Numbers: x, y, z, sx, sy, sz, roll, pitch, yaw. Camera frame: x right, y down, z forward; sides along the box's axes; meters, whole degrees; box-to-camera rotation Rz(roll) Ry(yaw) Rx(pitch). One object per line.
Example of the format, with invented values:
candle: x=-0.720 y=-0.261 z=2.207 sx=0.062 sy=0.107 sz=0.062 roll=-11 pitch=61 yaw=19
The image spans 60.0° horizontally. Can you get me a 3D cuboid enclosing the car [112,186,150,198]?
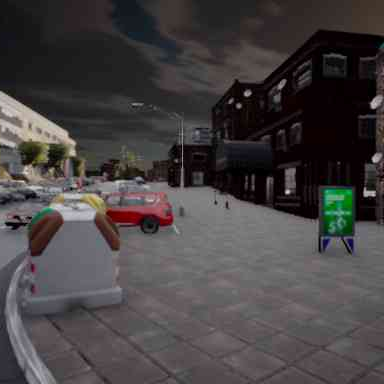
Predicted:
car: x=-7.917 y=-0.013 z=43.264 sx=4.674 sy=1.452 sz=2.002 roll=1 pitch=3 yaw=-9

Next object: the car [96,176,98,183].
car: x=-26.860 y=-2.689 z=83.814 sx=4.553 sy=1.767 sz=2.185 roll=1 pitch=3 yaw=-9

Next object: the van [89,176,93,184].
van: x=-25.450 y=-2.339 z=75.561 sx=4.442 sy=1.987 sz=1.878 roll=1 pitch=3 yaw=-9

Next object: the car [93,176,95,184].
car: x=-26.018 y=-2.264 z=78.307 sx=4.892 sy=1.521 sz=2.231 roll=1 pitch=3 yaw=-9

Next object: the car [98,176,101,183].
car: x=-27.960 y=-2.870 z=89.296 sx=5.366 sy=1.575 sz=1.946 roll=1 pitch=3 yaw=-9

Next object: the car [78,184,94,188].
car: x=-12.011 y=0.138 z=39.876 sx=1.895 sy=1.301 sz=4.718 roll=1 pitch=3 yaw=-9

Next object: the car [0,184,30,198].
car: x=-18.519 y=0.282 z=31.480 sx=4.892 sy=1.521 sz=2.231 roll=1 pitch=3 yaw=-9

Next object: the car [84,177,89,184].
car: x=-24.716 y=-1.942 z=70.032 sx=4.553 sy=1.767 sz=2.185 roll=1 pitch=3 yaw=-9

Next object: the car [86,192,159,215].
car: x=-5.293 y=0.893 z=25.726 sx=5.366 sy=1.575 sz=1.946 roll=1 pitch=3 yaw=-9

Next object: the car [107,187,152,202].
car: x=-6.938 y=0.299 z=37.351 sx=4.792 sy=1.488 sz=2.163 roll=1 pitch=3 yaw=-9

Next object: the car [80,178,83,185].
car: x=-23.393 y=-1.337 z=61.776 sx=4.792 sy=1.488 sz=2.163 roll=1 pitch=3 yaw=-9

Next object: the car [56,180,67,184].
car: x=-21.130 y=-0.587 z=48.013 sx=4.792 sy=1.488 sz=2.163 roll=1 pitch=3 yaw=-9

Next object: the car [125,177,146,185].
car: x=-15.615 y=-2.930 z=91.552 sx=5.566 sy=2.045 sz=2.435 roll=1 pitch=3 yaw=-9

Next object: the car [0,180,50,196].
car: x=-19.361 y=-0.269 z=36.982 sx=5.566 sy=2.045 sz=2.435 roll=1 pitch=3 yaw=-9

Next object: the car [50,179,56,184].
car: x=-20.285 y=-0.437 z=42.365 sx=4.553 sy=1.767 sz=2.185 roll=1 pitch=3 yaw=-9

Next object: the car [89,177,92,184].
car: x=-25.105 y=-1.959 z=72.677 sx=5.008 sy=1.535 sz=2.097 roll=1 pitch=3 yaw=-9

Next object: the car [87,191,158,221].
car: x=-4.672 y=0.926 z=22.844 sx=4.553 sy=1.767 sz=2.185 roll=1 pitch=3 yaw=-9

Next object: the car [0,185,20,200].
car: x=-18.045 y=0.439 z=28.605 sx=4.892 sy=1.521 sz=2.231 roll=1 pitch=3 yaw=-9

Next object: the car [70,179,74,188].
car: x=-22.071 y=-0.888 z=53.514 sx=4.792 sy=1.488 sz=2.163 roll=1 pitch=3 yaw=-9

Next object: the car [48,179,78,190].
car: x=-22.890 y=-1.341 z=59.025 sx=4.553 sy=1.767 sz=2.185 roll=1 pitch=3 yaw=-9

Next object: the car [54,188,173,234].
car: x=-3.754 y=1.040 z=17.144 sx=5.566 sy=2.045 sz=2.435 roll=1 pitch=2 yaw=-9

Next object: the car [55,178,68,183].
car: x=-21.629 y=-0.893 z=50.752 sx=4.553 sy=1.767 sz=2.185 roll=1 pitch=3 yaw=-9

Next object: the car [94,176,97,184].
car: x=-26.448 y=-2.414 z=81.064 sx=4.892 sy=1.521 sz=2.231 roll=1 pitch=3 yaw=-9

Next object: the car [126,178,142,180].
car: x=-8.788 y=-0.612 z=48.925 sx=5.566 sy=2.045 sz=2.435 roll=1 pitch=3 yaw=-9

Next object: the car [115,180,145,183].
car: x=-8.406 y=-0.337 z=46.148 sx=4.553 sy=1.767 sz=2.185 roll=1 pitch=3 yaw=-9

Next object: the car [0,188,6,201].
car: x=-17.633 y=0.621 z=25.973 sx=4.674 sy=1.452 sz=2.002 roll=1 pitch=3 yaw=-9

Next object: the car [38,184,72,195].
car: x=-14.573 y=0.211 z=35.703 sx=1.812 sy=1.442 sz=4.674 roll=1 pitch=3 yaw=-9

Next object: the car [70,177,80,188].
car: x=-22.504 y=-1.318 z=56.254 sx=5.566 sy=2.045 sz=2.435 roll=1 pitch=3 yaw=-9

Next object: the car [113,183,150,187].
car: x=-6.468 y=0.301 z=34.447 sx=4.553 sy=1.767 sz=2.185 roll=1 pitch=3 yaw=-9

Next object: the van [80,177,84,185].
van: x=-23.916 y=-1.744 z=64.506 sx=4.442 sy=1.987 sz=1.878 roll=1 pitch=3 yaw=-9

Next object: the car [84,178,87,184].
car: x=-24.246 y=-1.626 z=67.292 sx=4.674 sy=1.452 sz=2.002 roll=1 pitch=3 yaw=-9

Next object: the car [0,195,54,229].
car: x=-8.688 y=1.191 z=18.874 sx=2.033 sy=1.411 sz=5.357 roll=1 pitch=2 yaw=-8
